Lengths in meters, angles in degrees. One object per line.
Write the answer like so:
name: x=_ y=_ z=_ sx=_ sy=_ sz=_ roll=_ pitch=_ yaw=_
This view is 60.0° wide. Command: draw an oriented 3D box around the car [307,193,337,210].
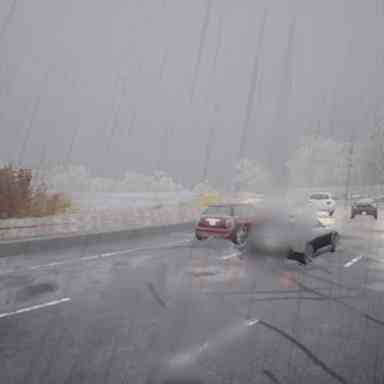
car: x=12.159 y=1.069 z=31.033 sx=2.150 sy=2.045 sz=5.566 roll=0 pitch=0 yaw=27

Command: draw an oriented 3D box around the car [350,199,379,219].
car: x=14.341 y=1.357 z=27.645 sx=1.837 sy=1.490 sz=4.892 roll=0 pitch=0 yaw=28

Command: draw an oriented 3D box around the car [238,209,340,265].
car: x=3.671 y=1.510 z=11.667 sx=1.994 sy=1.385 sz=4.181 roll=0 pitch=0 yaw=39

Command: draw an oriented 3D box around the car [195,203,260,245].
car: x=2.169 y=1.289 z=15.397 sx=2.097 sy=1.767 sz=4.553 roll=0 pitch=0 yaw=38
